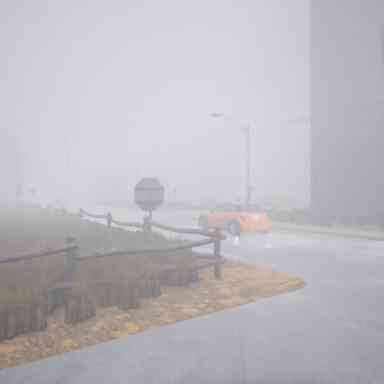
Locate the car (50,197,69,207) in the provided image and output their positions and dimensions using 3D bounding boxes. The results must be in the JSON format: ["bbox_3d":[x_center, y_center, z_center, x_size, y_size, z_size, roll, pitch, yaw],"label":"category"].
[{"bbox_3d":[-20.605,1.483,51.667,1.882,1.535,5.008,0,0,-34],"label":"car"}]

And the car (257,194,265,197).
[{"bbox_3d":[12.947,1.496,54.176,2.242,1.667,4.611,0,0,-36],"label":"car"}]

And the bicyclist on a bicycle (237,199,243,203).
[{"bbox_3d":[3.540,1.307,24.405,1.656,1.620,0.582,0,0,-36],"label":"bicyclist on a bicycle"}]

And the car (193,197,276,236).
[{"bbox_3d":[2.209,1.356,18.690,2.097,1.767,4.553,0,0,-29],"label":"car"}]

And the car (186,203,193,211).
[{"bbox_3d":[1.497,1.535,40.606,4.674,1.442,1.812,0,0,-36],"label":"car"}]

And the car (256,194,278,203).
[{"bbox_3d":[16.460,1.331,73.144,1.932,1.855,4.605,0,0,-36],"label":"car"}]

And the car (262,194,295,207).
[{"bbox_3d":[13.203,1.493,49.245,5.008,1.535,1.882,-1,1,-36],"label":"car"}]
